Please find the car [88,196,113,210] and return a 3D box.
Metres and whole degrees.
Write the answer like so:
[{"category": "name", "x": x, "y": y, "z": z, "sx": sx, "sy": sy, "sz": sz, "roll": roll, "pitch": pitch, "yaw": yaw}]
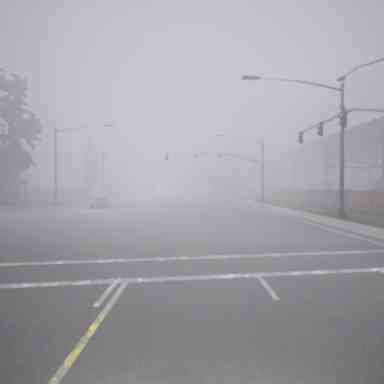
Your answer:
[{"category": "car", "x": -10.469, "y": 1.270, "z": 38.197, "sx": 1.837, "sy": 1.490, "sz": 4.892, "roll": 0, "pitch": 2, "yaw": 0}]
